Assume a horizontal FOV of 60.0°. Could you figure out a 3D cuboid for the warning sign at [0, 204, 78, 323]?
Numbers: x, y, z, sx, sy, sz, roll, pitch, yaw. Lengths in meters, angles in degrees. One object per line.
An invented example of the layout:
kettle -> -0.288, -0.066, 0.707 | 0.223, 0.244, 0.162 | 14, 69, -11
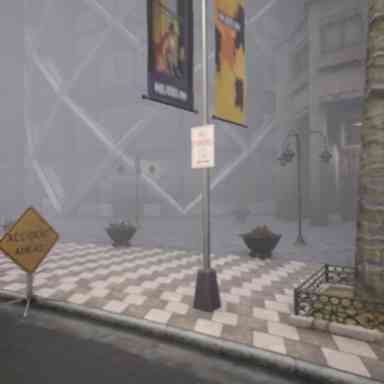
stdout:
warning sign -> -3.006, 1.175, 6.160 | 1.060, 1.860, 1.300 | -1, 0, 28
